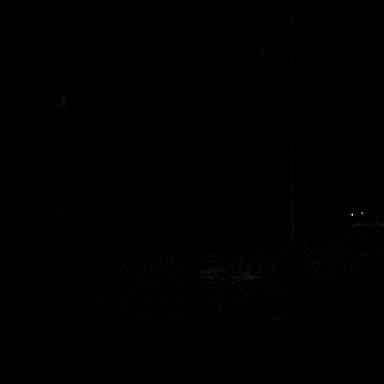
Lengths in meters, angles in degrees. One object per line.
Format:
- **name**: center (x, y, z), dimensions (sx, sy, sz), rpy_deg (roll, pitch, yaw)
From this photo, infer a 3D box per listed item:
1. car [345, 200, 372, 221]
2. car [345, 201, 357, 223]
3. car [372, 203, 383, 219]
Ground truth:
- **car**: center (10.834, 1.203, 26.555), dimensions (2.150, 2.045, 5.566), rpy_deg (0, 0, -35)
- **car**: center (9.296, 1.534, 24.334), dimensions (1.947, 1.339, 4.313), rpy_deg (0, 0, -35)
- **car**: center (15.835, 1.572, 28.989), dimensions (1.947, 1.339, 4.313), rpy_deg (0, 0, -35)
